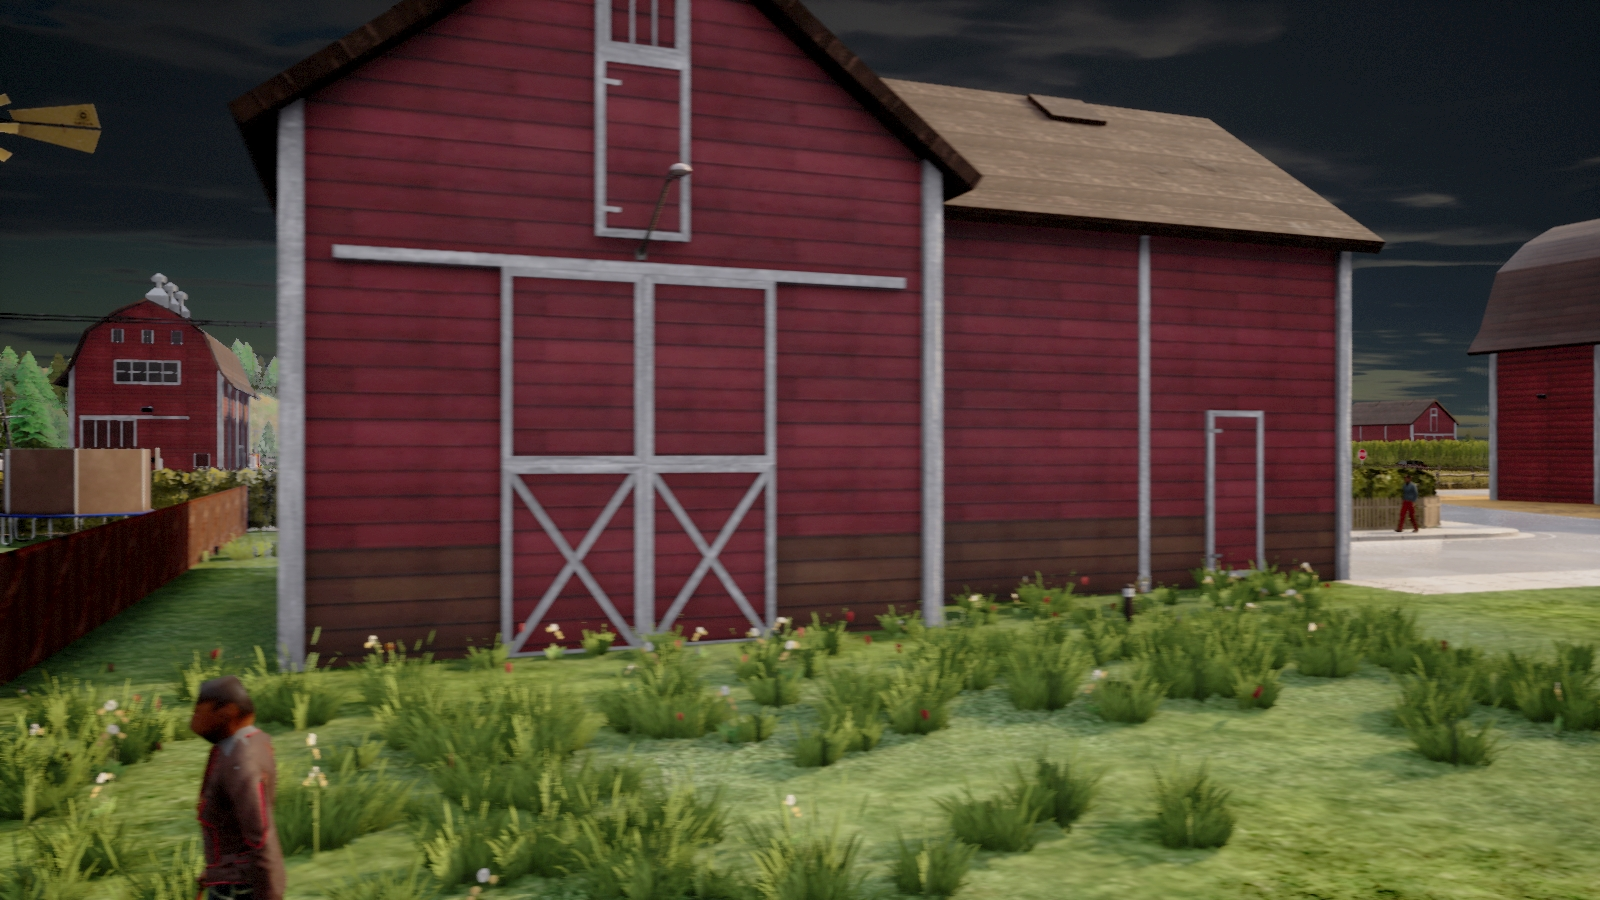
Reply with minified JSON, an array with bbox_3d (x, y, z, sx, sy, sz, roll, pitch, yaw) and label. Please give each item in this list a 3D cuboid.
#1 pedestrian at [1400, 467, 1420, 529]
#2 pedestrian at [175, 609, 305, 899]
[{"bbox_3d":[18.601,1.465,34.856,0.375,1.860,0.375,0,0,-22],"label":"pedestrian"},{"bbox_3d":[-2.075,1.555,4.261,0.375,1.860,0.375,0,0,-16],"label":"pedestrian"}]
